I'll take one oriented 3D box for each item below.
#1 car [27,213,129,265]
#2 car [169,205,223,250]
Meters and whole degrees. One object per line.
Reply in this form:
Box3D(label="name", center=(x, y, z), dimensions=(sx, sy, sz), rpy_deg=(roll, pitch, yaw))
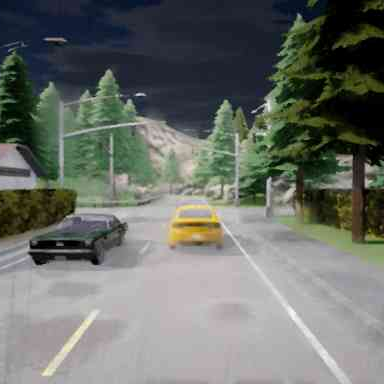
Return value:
Box3D(label="car", center=(-3.480, 1.421, 11.053), dimensions=(1.895, 1.301, 4.718), rpy_deg=(0, 1, 1))
Box3D(label="car", center=(0.150, 1.261, 13.324), dimensions=(1.882, 1.535, 5.008), rpy_deg=(0, 1, 0))
